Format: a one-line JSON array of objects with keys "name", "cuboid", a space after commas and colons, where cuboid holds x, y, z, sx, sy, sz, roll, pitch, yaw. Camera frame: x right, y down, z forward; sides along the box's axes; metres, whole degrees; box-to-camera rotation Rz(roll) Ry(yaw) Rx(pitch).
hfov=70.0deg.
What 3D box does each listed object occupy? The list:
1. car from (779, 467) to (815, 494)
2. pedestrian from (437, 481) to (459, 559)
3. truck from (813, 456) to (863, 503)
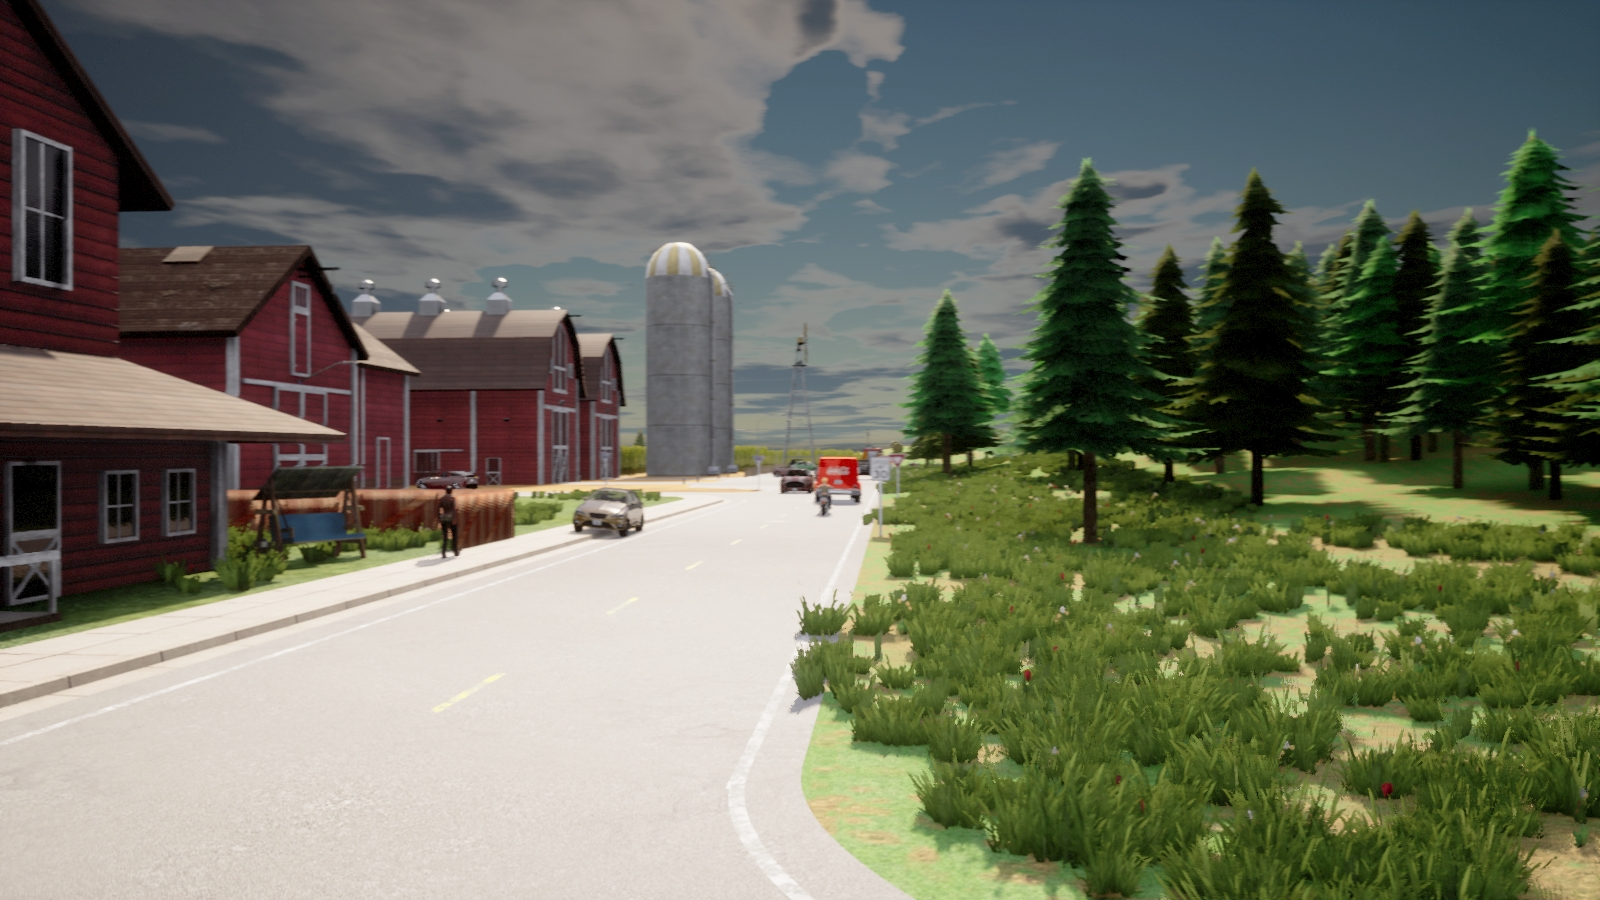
[{"name": "car", "cuboid": [-0.161, 2.025, 77.493, 2.097, 1.767, 4.553, 0, 0, 5]}, {"name": "pedestrian", "cuboid": [-8.461, 1.682, 27.493, 0.375, 1.860, 0.375, 0, 0, 7]}, {"name": "truck", "cuboid": [2.129, 1.620, 64.327, 2.627, 2.467, 5.204, 1, 0, 2]}]
